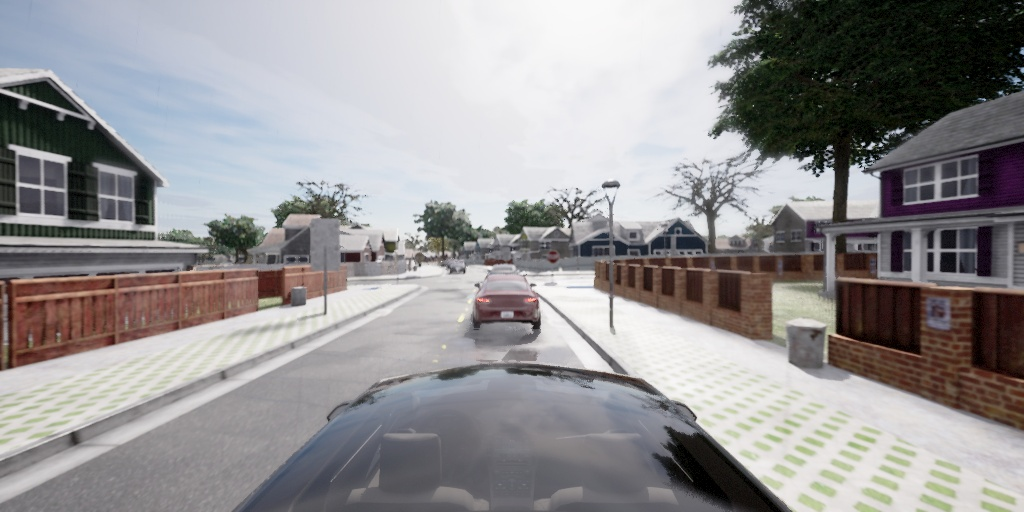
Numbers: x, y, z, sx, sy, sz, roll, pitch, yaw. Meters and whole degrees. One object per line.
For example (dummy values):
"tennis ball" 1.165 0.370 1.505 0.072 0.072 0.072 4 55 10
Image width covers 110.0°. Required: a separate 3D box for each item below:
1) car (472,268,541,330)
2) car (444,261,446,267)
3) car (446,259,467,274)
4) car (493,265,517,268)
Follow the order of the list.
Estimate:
"car" -0.196 1.265 11.034 1.812 1.442 4.674 0 0 -2
"car" -9.283 1.381 57.194 2.128 1.511 4.902 0 0 -13
"car" -6.491 1.312 42.932 2.128 1.511 4.902 0 0 -10
"car" -0.417 1.247 21.478 1.837 1.490 4.892 0 0 2
